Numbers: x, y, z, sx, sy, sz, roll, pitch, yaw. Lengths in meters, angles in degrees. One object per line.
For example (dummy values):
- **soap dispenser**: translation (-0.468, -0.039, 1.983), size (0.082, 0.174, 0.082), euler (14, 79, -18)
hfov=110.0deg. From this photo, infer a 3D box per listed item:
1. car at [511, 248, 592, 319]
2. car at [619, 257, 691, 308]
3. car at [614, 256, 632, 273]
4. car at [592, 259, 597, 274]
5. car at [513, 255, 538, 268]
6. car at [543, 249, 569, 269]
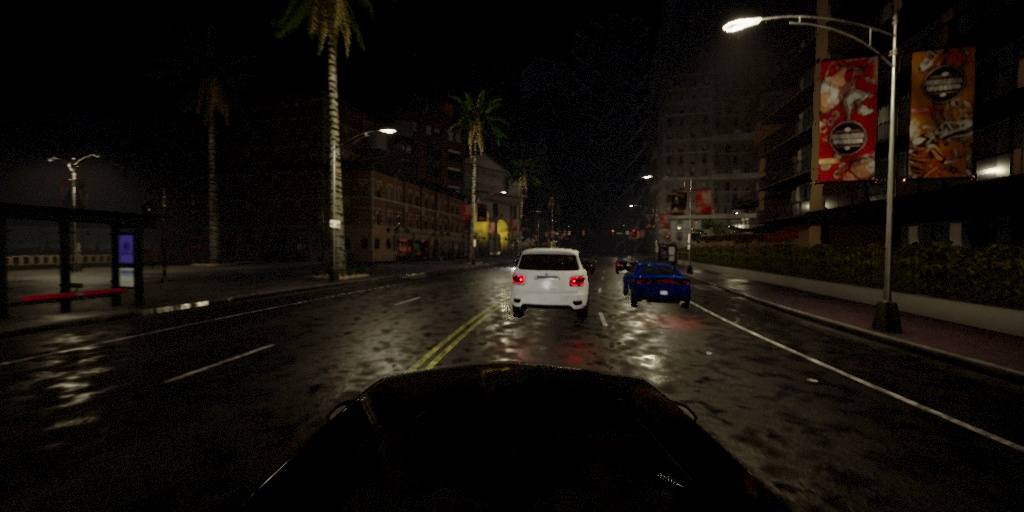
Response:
- **car**: translation (1.412, 0.750, 12.003), size (2.150, 2.045, 5.566), euler (1, 2, 11)
- **car**: translation (5.470, 0.996, 14.035), size (1.882, 1.535, 5.008), euler (1, 1, 13)
- **car**: translation (9.816, 0.724, 30.755), size (2.033, 1.411, 5.357), euler (1, 1, 15)
- **car**: translation (6.065, 0.698, 30.310), size (2.033, 1.411, 5.357), euler (1, 1, 15)
- **car**: translation (1.627, 0.529, 41.015), size (1.895, 1.301, 4.718), euler (1, 1, 15)
- **car**: translation (5.007, 0.244, 40.086), size (2.150, 2.045, 5.566), euler (1, 1, 15)
